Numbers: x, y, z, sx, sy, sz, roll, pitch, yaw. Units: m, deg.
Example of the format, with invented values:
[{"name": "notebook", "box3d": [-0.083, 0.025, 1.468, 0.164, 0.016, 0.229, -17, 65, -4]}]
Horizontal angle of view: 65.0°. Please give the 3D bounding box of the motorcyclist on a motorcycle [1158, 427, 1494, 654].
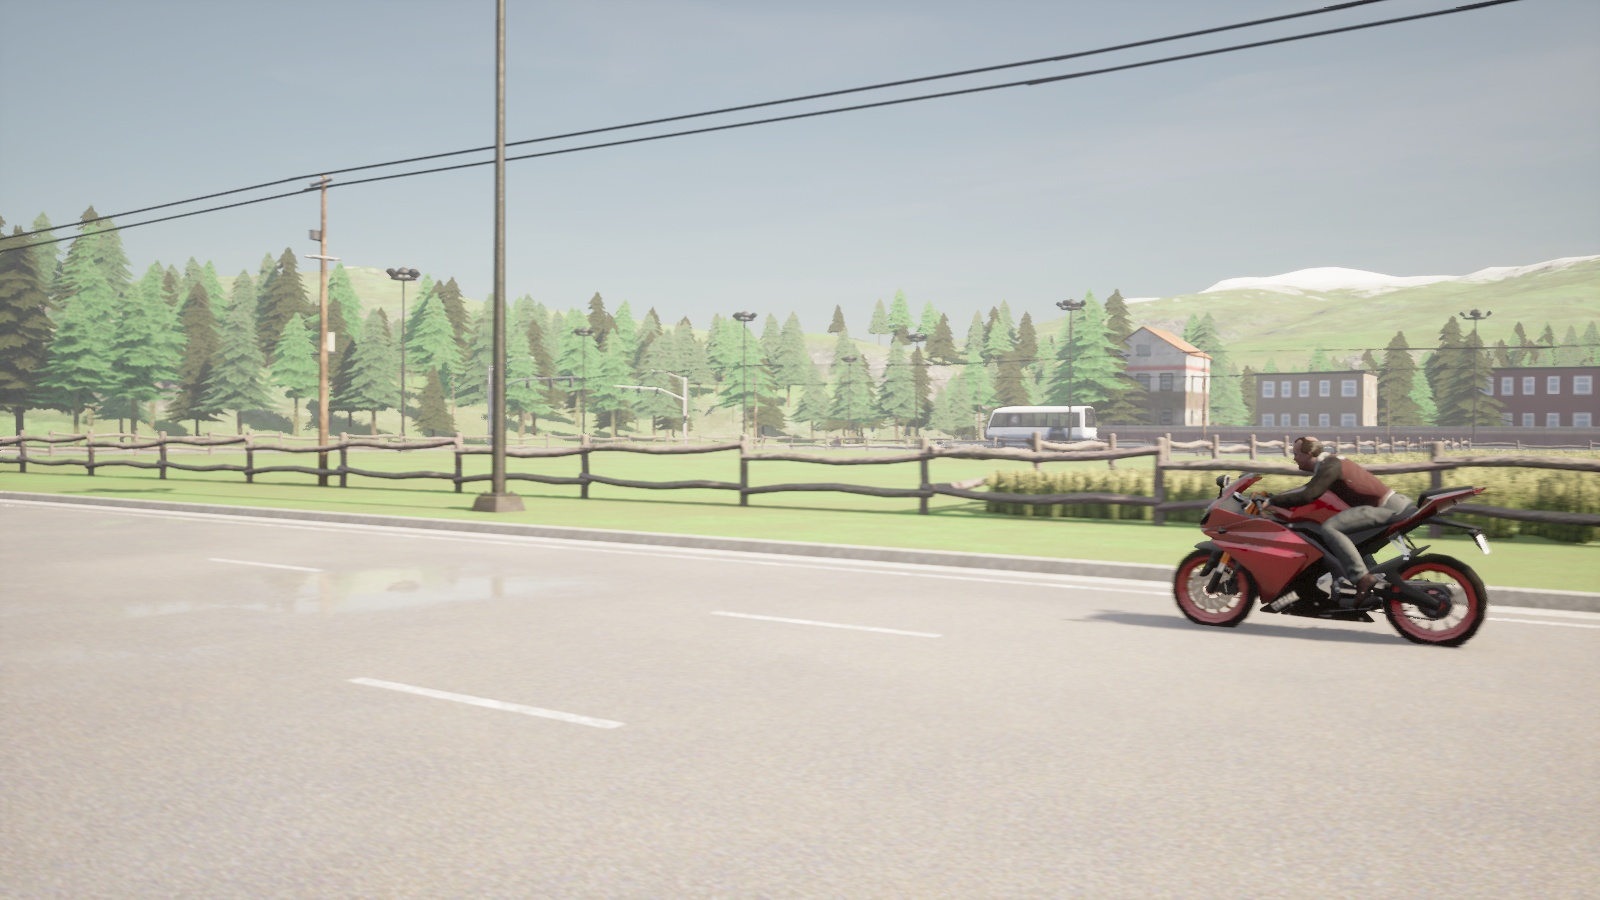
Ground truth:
[{"name": "motorcyclist on a motorcycle", "box3d": [3.917, 0.607, 9.425, 2.191, 1.530, 0.866, 0, 1, 34]}]
